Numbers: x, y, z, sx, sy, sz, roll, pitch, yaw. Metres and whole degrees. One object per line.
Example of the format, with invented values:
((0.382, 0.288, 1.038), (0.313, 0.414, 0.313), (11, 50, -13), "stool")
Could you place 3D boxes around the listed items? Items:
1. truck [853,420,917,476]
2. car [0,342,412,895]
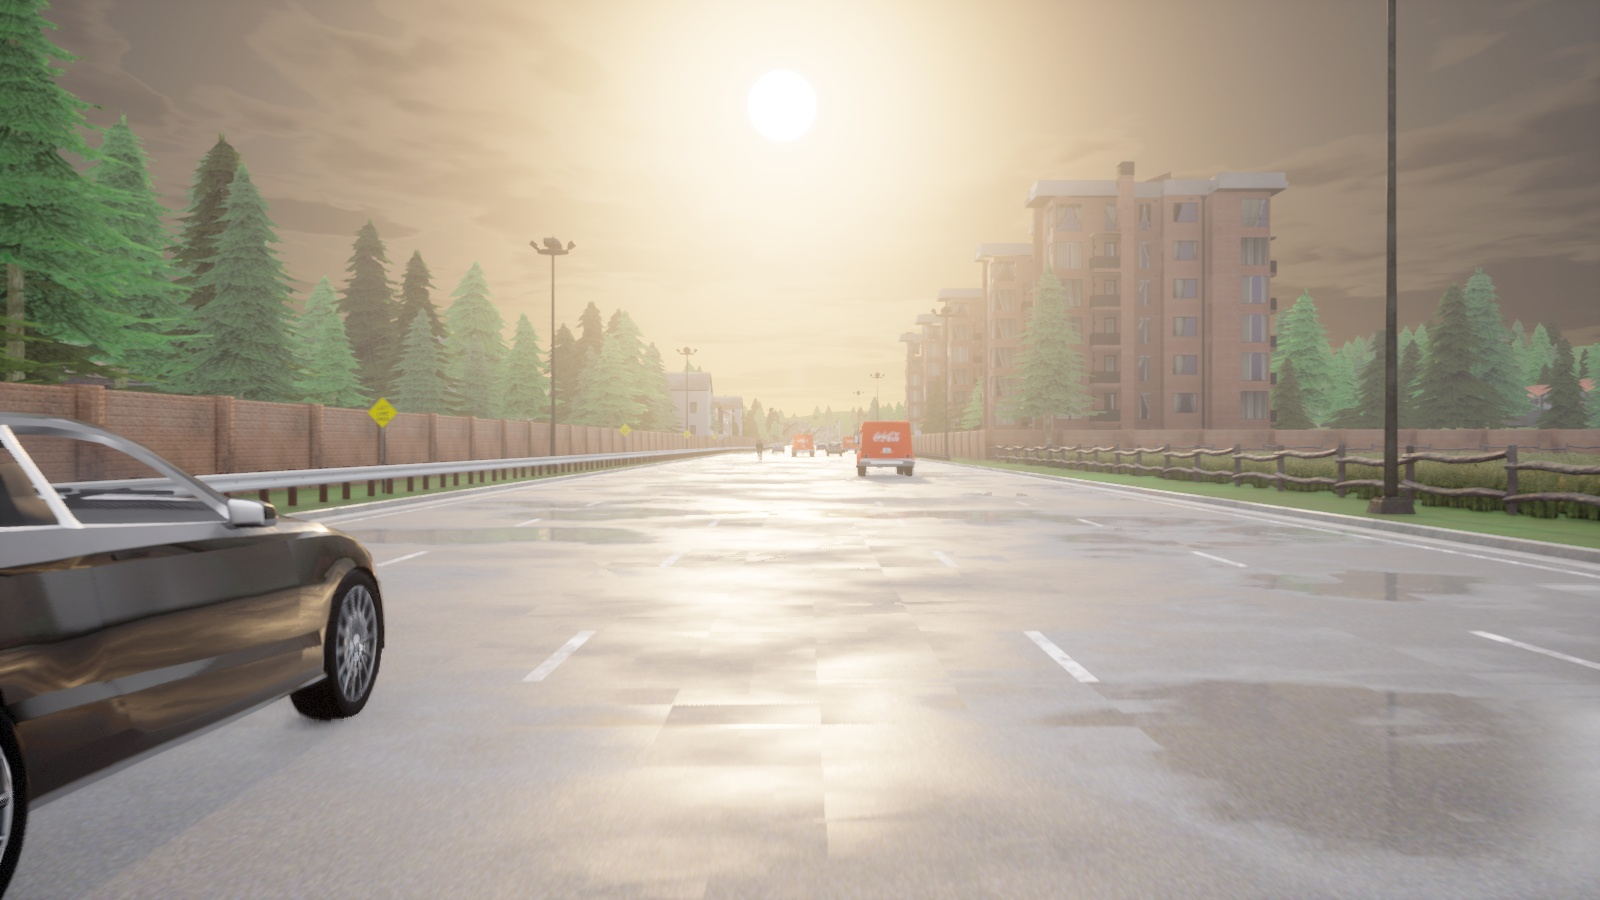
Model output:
((3.845, -0.070, 58.110), (2.627, 2.467, 5.204), (0, 0, 0), "truck")
((-3.455, 0.493, 5.145), (2.152, 1.651, 5.027), (0, 0, 0), "car")
